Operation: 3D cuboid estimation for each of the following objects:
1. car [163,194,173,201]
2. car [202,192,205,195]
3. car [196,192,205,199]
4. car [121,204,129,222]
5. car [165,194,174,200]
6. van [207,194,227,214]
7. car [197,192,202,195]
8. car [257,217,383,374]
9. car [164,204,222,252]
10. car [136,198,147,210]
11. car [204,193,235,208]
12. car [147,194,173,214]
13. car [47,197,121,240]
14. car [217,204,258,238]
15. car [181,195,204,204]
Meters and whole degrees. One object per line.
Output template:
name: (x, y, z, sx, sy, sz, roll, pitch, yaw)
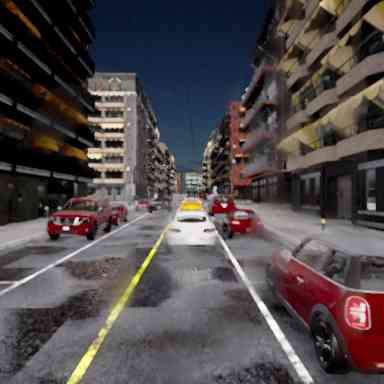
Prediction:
car: (-5.597, 1.223, 76.852, 1.947, 1.339, 4.313, 1, 0, 0)
car: (2.288, 0.972, 76.927, 2.192, 1.841, 5.009, 1, 0, 0)
car: (2.243, 0.934, 88.052, 2.192, 1.841, 5.009, 1, 0, 0)
car: (-5.384, 1.421, 22.179, 1.887, 1.381, 4.507, 1, 0, 0)
car: (-5.618, 1.202, 82.413, 1.947, 1.339, 4.313, 1, 0, 0)
van: (2.423, 1.168, 33.216, 1.690, 1.788, 3.998, 1, 0, 0)
car: (-0.038, 1.130, 45.677, 2.097, 1.767, 4.553, 0, 0, 1)
car: (2.529, 1.406, 5.560, 1.967, 1.590, 4.097, 1, 0, 0)
car: (-0.034, 1.447, 13.475, 1.812, 1.442, 4.674, 0, 0, -1)
car: (-5.450, 1.387, 38.772, 1.802, 1.307, 4.206, 1, 0, 0)
car: (2.446, 1.166, 27.684, 2.192, 1.841, 5.009, 1, 0, 0)
car: (-2.874, 1.116, 31.939, 1.882, 1.535, 5.008, 0, 0, 0)
car: (-5.357, 1.219, 16.646, 2.192, 1.841, 5.009, 1, 0, 0)
car: (2.483, 1.486, 16.623, 1.802, 1.307, 4.206, 1, 0, 0)
car: (-0.024, 1.308, 32.503, 1.882, 1.535, 5.008, 0, 0, 0)
